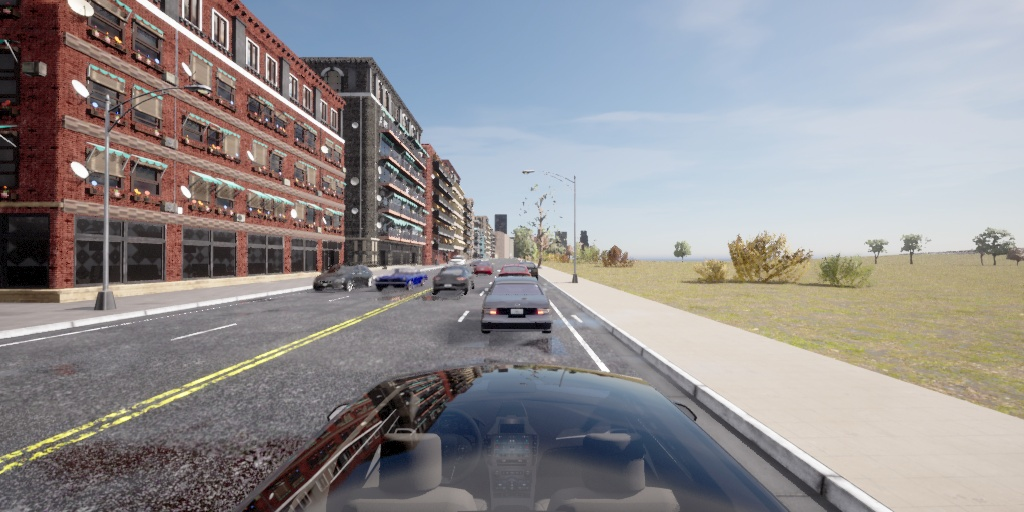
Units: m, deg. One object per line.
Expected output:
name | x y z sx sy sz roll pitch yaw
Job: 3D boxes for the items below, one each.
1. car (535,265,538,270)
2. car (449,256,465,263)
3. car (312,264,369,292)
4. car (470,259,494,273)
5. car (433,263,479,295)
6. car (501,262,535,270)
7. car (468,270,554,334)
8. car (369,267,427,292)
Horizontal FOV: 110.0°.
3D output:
car | 1.197 1.232 30.597 1.882 1.535 5.008 0 0 0
car | -9.672 0.972 63.920 2.150 2.045 5.566 0 0 1
car | -9.812 1.258 21.242 1.837 1.490 4.892 0 0 0
car | -3.073 1.318 39.308 1.994 1.385 4.181 0 0 0
car | -3.116 1.278 19.779 1.812 1.442 4.674 0 0 0
car | 0.142 1.231 21.159 1.882 1.535 5.008 0 0 0
car | 0.117 1.299 10.619 2.033 1.411 5.357 0 0 0
car | -6.559 1.354 21.554 1.895 1.301 4.718 0 0 0
